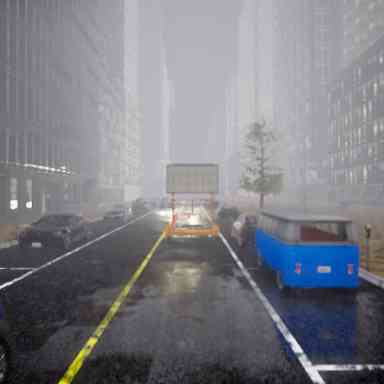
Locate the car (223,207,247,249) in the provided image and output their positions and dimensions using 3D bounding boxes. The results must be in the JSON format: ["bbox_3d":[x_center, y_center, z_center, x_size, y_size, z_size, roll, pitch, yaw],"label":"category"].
[{"bbox_3d":[2.696,1.555,14.325,2.008,1.369,4.403,0,0,0],"label":"car"}]

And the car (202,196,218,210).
[{"bbox_3d":[2.696,1.565,42.770,2.008,1.369,4.403,0,0,0],"label":"car"}]

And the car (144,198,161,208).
[{"bbox_3d":[-5.685,1.567,48.481,2.008,1.369,4.403,0,0,0],"label":"car"}]

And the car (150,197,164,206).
[{"bbox_3d":[-5.685,1.564,54.170,1.887,1.381,4.507,0,0,0],"label":"car"}]

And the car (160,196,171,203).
[{"bbox_3d":[-5.685,1.573,71.237,1.887,1.381,4.507,0,0,0],"label":"car"}]

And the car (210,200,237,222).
[{"bbox_3d":[2.696,1.558,25.703,2.008,1.369,4.403,0,0,0],"label":"car"}]

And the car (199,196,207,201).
[{"bbox_3d":[2.696,1.603,82.592,1.947,1.339,4.313,0,0,0],"label":"car"}]

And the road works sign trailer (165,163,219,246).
[{"bbox_3d":[0.024,0.468,15.289,2.380,3.560,2.880,0,0,0],"label":"road works sign trailer"}]

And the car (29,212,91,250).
[{"bbox_3d":[-5.685,1.570,14.346,1.947,1.339,4.313,0,0,0],"label":"car"}]

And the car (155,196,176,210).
[{"bbox_3d":[-3.087,1.504,42.574,2.128,1.511,4.902,0,0,0],"label":"car"}]

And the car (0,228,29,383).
[{"bbox_3d":[-3.101,1.352,1.844,2.097,1.767,4.553,0,0,0],"label":"car"}]

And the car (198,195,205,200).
[{"bbox_3d":[2.696,1.571,94.140,1.752,1.417,4.829,0,0,0],"label":"car"}]

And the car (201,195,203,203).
[{"bbox_3d":[2.696,1.457,48.458,1.967,1.590,4.097,0,0,0],"label":"car"}]

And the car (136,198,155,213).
[{"bbox_3d":[-5.683,1.452,37.103,1.967,1.590,4.097,0,0,0],"label":"car"}]

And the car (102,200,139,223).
[{"bbox_3d":[-5.684,1.558,25.724,2.008,1.369,4.403,0,0,0],"label":"car"}]

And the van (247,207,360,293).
[{"bbox_3d":[2.698,1.343,8.637,1.690,1.788,3.998,0,0,0],"label":"van"}]
